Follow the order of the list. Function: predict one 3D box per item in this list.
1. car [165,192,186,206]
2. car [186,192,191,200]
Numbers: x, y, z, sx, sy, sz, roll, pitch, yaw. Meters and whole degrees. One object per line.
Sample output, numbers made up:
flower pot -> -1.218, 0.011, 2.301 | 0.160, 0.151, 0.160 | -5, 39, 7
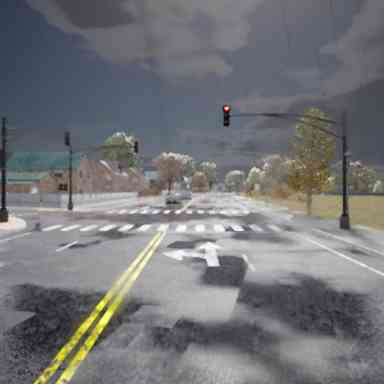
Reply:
car -> -2.302, 0.996, 42.678 | 2.033, 1.411, 5.357 | 0, 1, 3
car -> -1.129, 0.769, 60.882 | 1.837, 1.490, 4.892 | 0, 3, 4
